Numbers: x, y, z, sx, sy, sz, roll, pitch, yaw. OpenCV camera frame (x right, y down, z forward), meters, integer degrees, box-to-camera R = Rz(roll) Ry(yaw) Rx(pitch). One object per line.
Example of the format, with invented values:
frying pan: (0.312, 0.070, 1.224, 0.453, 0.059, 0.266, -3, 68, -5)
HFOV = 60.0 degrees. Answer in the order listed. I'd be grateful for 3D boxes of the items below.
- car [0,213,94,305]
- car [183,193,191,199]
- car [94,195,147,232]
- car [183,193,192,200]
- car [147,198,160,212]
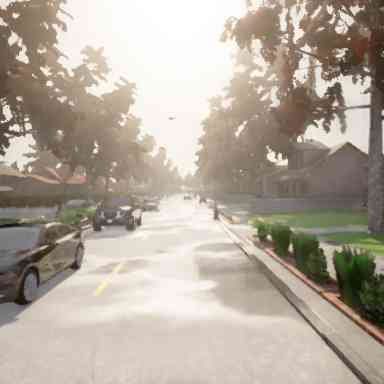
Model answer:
car: (-4.196, 1.495, 8.310, 1.882, 1.535, 5.008, -1, 0, -1)
car: (-1.260, 0.998, 89.527, 1.994, 1.385, 4.181, -1, 0, -1)
car: (-4.366, 1.189, 20.296, 2.150, 2.045, 5.566, -1, 0, -1)
car: (-1.114, 1.200, 79.493, 1.994, 1.385, 4.181, -1, 0, -1)
car: (-4.494, 1.444, 36.144, 1.837, 1.490, 4.892, -1, 0, -1)
